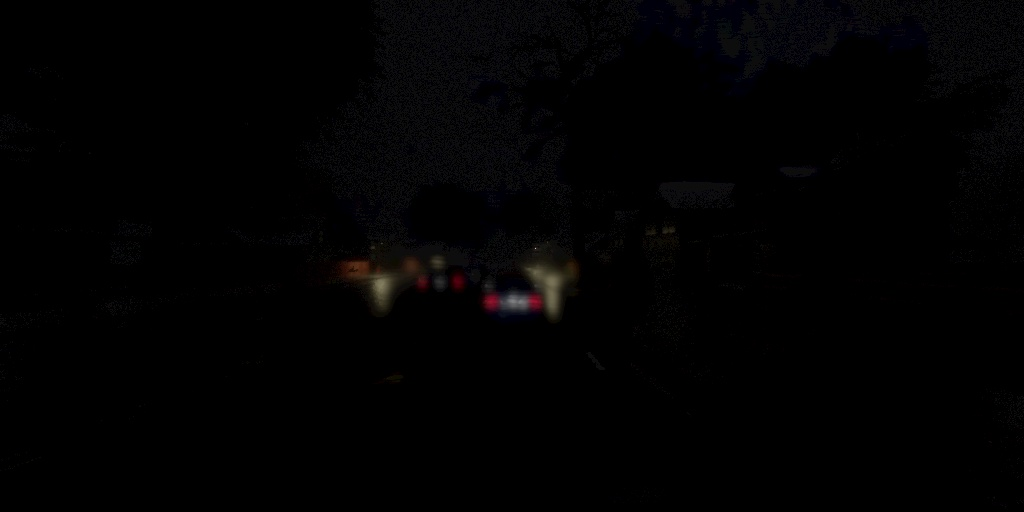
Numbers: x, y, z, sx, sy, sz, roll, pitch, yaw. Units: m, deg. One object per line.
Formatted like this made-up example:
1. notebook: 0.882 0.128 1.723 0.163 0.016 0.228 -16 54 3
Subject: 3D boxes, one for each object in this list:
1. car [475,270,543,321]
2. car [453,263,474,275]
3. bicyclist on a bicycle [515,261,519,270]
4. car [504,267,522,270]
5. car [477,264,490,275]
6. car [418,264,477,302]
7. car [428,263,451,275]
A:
1. car: 0.066 1.380 12.739 2.033 1.411 5.357 0 0 0
2. car: -6.591 1.739 49.145 2.033 1.411 5.357 0 -1 0
3. bicyclist on a bicycle: 0.886 1.699 61.197 0.659 1.776 1.843 0 0 0
4. car: 0.079 1.596 31.008 1.895 1.301 4.718 0 -1 0
5. car: -3.164 1.516 33.906 2.128 1.511 4.902 0 0 0
6. car: -3.166 1.226 17.921 2.097 1.767 4.553 0 -1 0
7. car: -9.841 1.739 49.134 2.033 1.411 5.357 0 -1 0
